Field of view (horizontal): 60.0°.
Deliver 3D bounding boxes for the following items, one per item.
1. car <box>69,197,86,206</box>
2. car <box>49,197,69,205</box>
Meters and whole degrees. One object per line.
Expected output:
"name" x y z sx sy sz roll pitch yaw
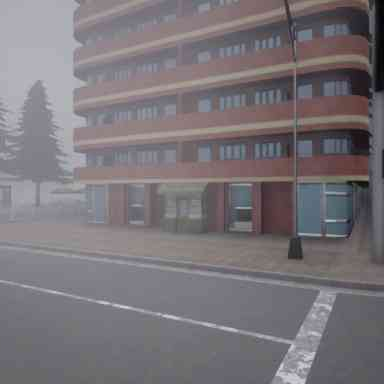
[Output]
"car" -16.540 1.491 54.059 2.033 1.411 5.357 0 0 36
"car" -20.779 1.508 53.672 1.994 1.385 4.181 0 0 33
